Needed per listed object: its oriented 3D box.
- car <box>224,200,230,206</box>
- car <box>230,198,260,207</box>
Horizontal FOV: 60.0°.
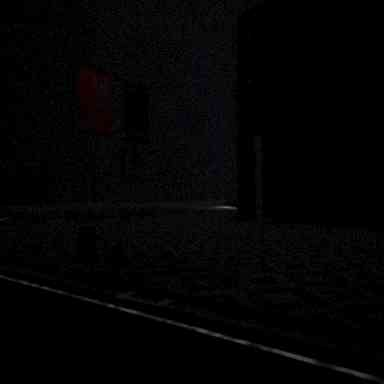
[{"bbox_3d":[7.372,1.777,56.967,4.181,1.385,1.994,0,0,-41],"label":"car"},{"bbox_3d":[8.951,1.673,54.033,5.008,1.535,1.882,0,0,-41],"label":"car"}]
